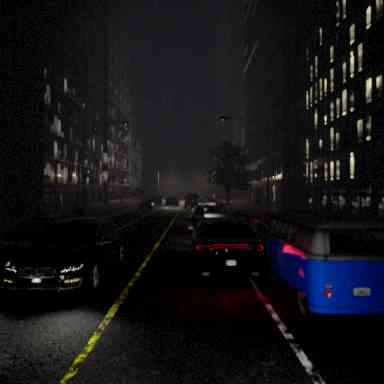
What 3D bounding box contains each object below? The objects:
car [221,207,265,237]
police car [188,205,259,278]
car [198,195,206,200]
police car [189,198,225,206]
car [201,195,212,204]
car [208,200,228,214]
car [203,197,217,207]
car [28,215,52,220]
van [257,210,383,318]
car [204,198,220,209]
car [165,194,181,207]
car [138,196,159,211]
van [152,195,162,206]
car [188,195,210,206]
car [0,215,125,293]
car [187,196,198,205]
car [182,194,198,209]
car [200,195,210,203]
[{"bbox_3d":[2.707,1.590,18.505,1.802,1.307,4.206,0,0,0],"label":"car"},{"bbox_3d":[0.909,1.430,10.252,1.930,1.638,5.238,0,0,0],"label":"police car"},{"bbox_3d":[2.777,1.503,92.508,1.887,1.381,4.507,0,0,0],"label":"car"},{"bbox_3d":[0.918,1.434,20.252,1.930,1.638,5.238,0,0,0],"label":"police car"},{"bbox_3d":[2.750,1.438,64.046,1.967,1.590,4.097,0,0,0],"label":"car"},{"bbox_3d":[2.723,1.596,35.583,1.802,1.307,4.206,0,0,0],"label":"car"},{"bbox_3d":[2.739,1.561,52.661,2.008,1.369,4.403,0,0,0],"label":"car"},{"bbox_3d":[-5.679,1.587,12.824,1.802,1.307,4.206,0,0,0],"label":"car"},{"bbox_3d":[2.696,1.344,7.122,1.690,1.788,3.998,0,0,0],"label":"van"},{"bbox_3d":[2.734,1.565,46.968,2.008,1.369,4.403,0,0,0],"label":"car"},{"bbox_3d":[-3.043,1.489,50.886,1.882,1.535,5.008,0,0,0],"label":"car"},{"bbox_3d":[-5.652,1.566,41.287,2.008,1.369,4.403,0,0,0],"label":"car"},{"bbox_3d":[-5.641,1.351,52.672,1.690,1.788,3.998,0,0,0],"label":"van"},{"bbox_3d":[0.923,1.362,26.113,2.097,1.767,4.553,0,0,0],"label":"car"},{"bbox_3d":[-3.092,1.508,9.039,1.837,1.490,4.892,0,0,0],"label":"car"},{"bbox_3d":[0.056,1.507,60.905,1.837,1.490,4.892,0,0,0],"label":"car"},{"bbox_3d":[0.046,1.235,46.350,2.150,2.045,5.566,0,0,0],"label":"car"},{"bbox_3d":[2.755,1.432,69.738,1.967,1.590,4.097,0,0,0],"label":"car"}]
